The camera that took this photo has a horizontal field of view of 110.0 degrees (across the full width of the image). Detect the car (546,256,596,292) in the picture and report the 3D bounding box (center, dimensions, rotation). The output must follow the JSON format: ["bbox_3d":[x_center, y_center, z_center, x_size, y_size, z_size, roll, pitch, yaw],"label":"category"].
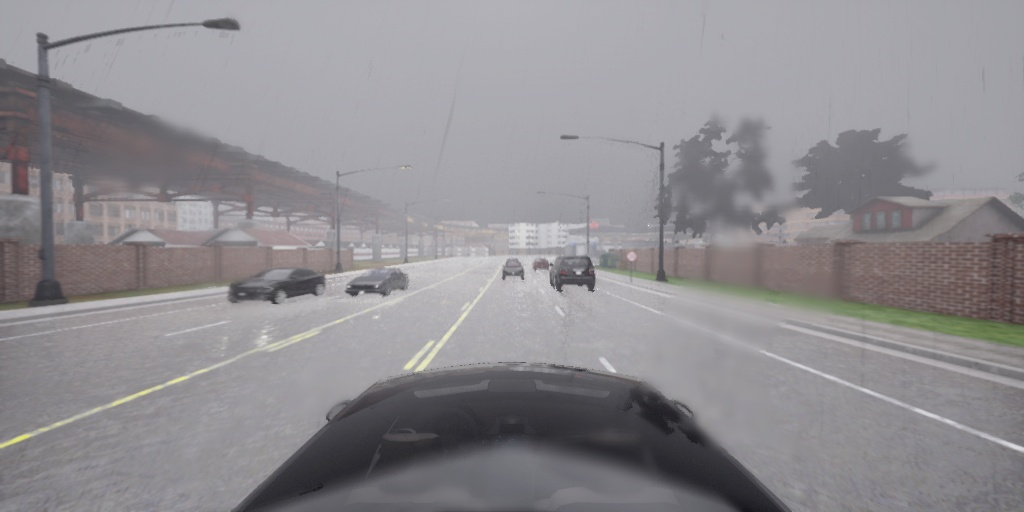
[{"bbox_3d":[3.600,1.001,22.048,2.150,2.045,5.566,0,0,0],"label":"car"}]

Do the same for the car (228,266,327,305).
[{"bbox_3d":[-10.593,1.269,16.611,1.882,1.535,5.008,0,0,0],"label":"car"}]

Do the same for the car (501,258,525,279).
[{"bbox_3d":[0.100,1.196,31.919,2.128,1.511,4.902,0,1,0],"label":"car"}]

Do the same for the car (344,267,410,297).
[{"bbox_3d":[-7.097,1.334,19.583,2.033,1.411,5.357,0,0,0],"label":"car"}]

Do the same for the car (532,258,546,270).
[{"bbox_3d":[3.602,0.969,45.111,1.882,1.535,5.008,0,1,0],"label":"car"}]
